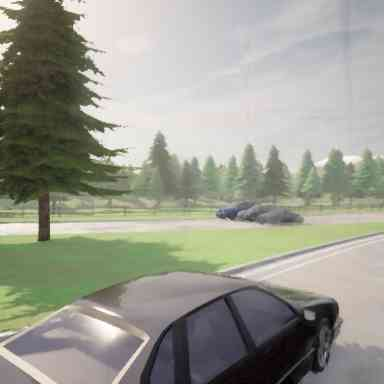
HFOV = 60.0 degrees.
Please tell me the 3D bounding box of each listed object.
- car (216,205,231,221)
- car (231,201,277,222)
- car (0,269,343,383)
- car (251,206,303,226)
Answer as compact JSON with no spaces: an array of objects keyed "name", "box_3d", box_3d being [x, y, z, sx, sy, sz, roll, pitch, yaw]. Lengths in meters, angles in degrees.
[{"name":"car","box_3d":[5.327,1.985,35.700,5.566,2.045,2.150,1,-1,-26]},{"name":"car","box_3d":[6.594,2.045,32.495,4.553,1.767,2.097,1,-1,-26]},{"name":"car","box_3d":[-0.016,1.631,3.634,2.033,1.411,5.357,-1,-2,39]},{"name":"car","box_3d":[7.673,2.183,29.129,4.181,1.385,1.994,0,-1,-25]}]
